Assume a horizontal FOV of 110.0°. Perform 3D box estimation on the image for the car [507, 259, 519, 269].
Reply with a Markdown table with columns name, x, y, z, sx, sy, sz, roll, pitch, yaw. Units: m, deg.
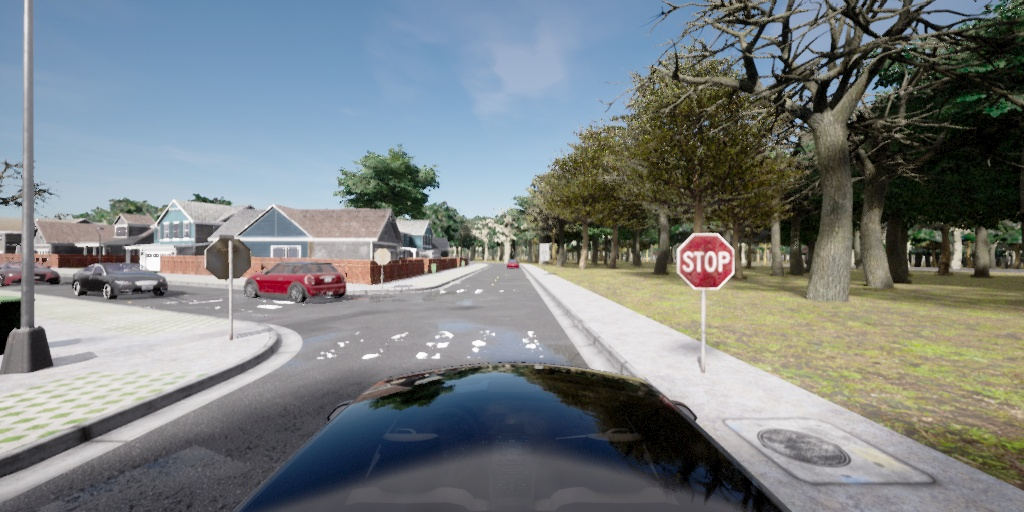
| name | x | y | z | sx | sy | sz | roll | pitch | yaw |
| --- | --- | --- | --- | --- | --- | --- | --- | --- | --- |
| car | 0.163 | 1.334 | 58.128 | 1.994 | 1.385 | 4.181 | 0 | 0 | 1 |

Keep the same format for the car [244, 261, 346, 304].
| name | x | y | z | sx | sy | sz | roll | pitch | yaw |
| --- | --- | --- | --- | --- | --- | --- | --- | --- | --- |
| car | -9.623 | 1.007 | 15.896 | 4.553 | 1.767 | 2.097 | 1 | 0 | 25 |

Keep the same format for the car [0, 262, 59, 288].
| name | x | y | z | sx | sy | sz | roll | pitch | yaw |
| --- | --- | --- | --- | --- | --- | --- | --- | --- | --- |
| car | -28.596 | 1.039 | 20.956 | 4.181 | 1.385 | 1.994 | 1 | 0 | 23 |

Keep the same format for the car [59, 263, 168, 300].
| name | x | y | z | sx | sy | sz | roll | pitch | yaw |
| --- | --- | --- | --- | --- | --- | --- | --- | --- | --- |
| car | -17.819 | 1.072 | 16.295 | 4.902 | 1.511 | 2.128 | 1 | 0 | 23 |
